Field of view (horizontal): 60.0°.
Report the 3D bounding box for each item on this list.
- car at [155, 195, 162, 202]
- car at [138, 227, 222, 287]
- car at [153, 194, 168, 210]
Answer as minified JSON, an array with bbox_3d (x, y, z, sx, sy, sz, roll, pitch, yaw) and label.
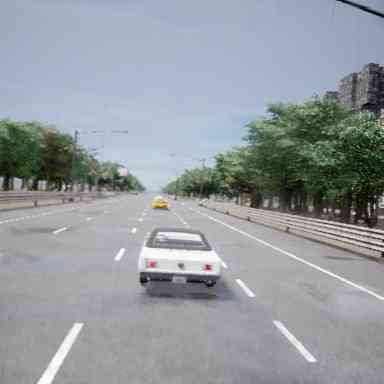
[{"bbox_3d":[-8.580,1.636,85.291,1.812,1.442,4.674,4,-1,-6],"label":"car"},{"bbox_3d":[-0.487,1.651,9.548,1.895,1.301,4.718,4,-1,-6],"label":"car"},{"bbox_3d":[-4.398,1.560,46.254,1.882,1.535,5.008,4,-1,-6],"label":"car"}]
